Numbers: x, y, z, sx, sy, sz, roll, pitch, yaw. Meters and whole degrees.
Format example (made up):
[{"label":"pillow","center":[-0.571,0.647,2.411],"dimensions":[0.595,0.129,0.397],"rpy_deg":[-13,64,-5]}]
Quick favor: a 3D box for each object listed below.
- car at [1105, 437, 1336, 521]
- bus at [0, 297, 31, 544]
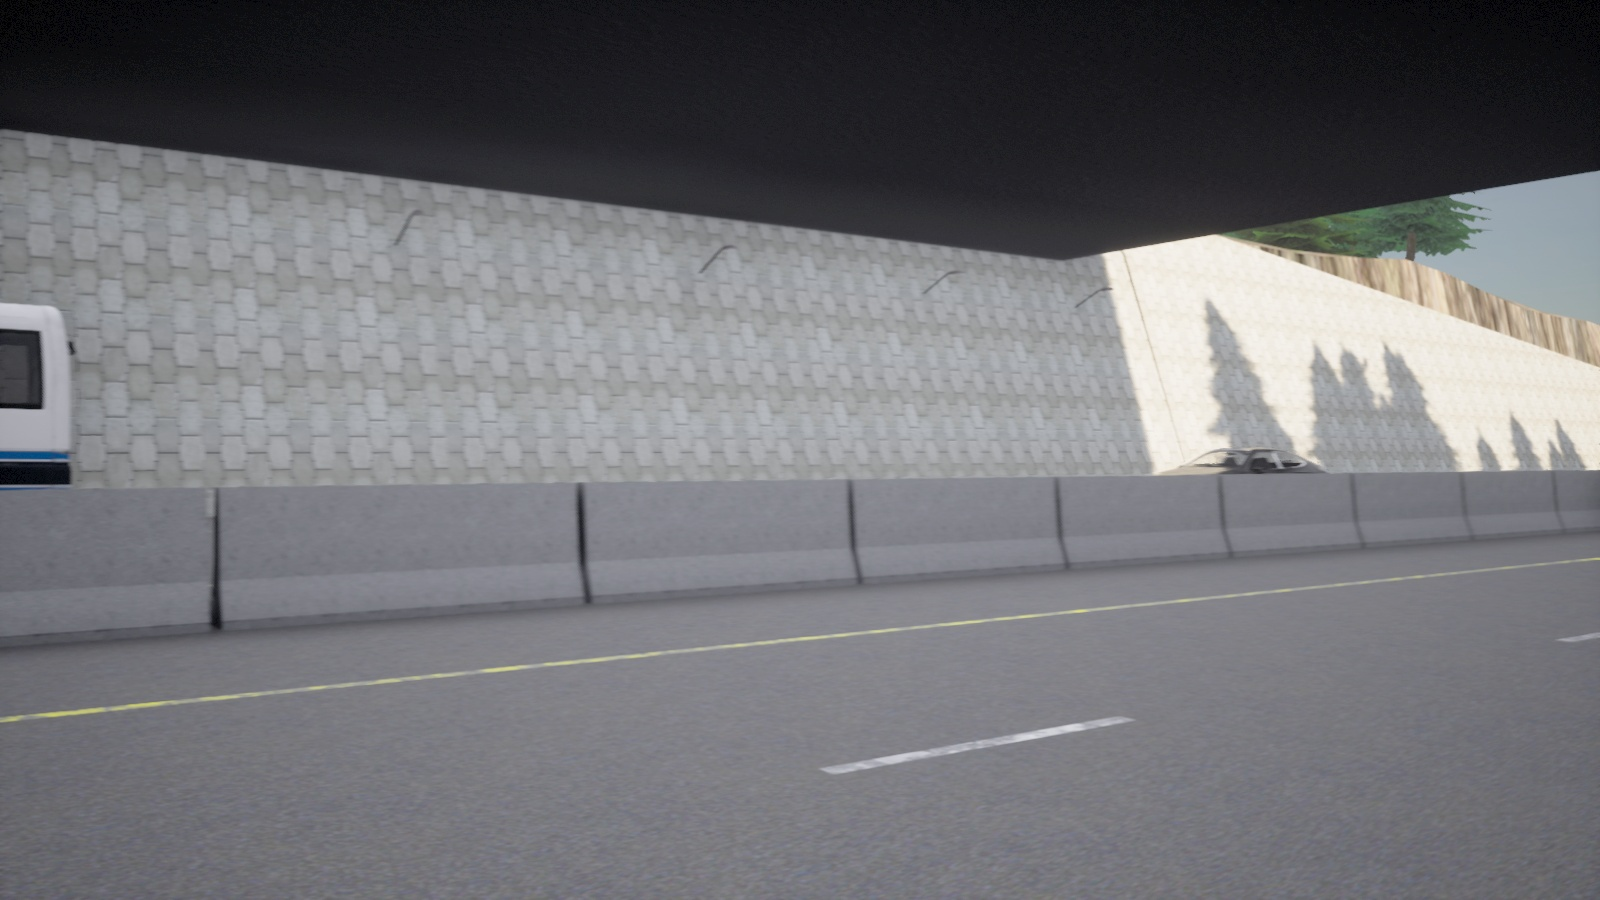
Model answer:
[{"label":"car","center":[9.109,0.572,27.066],"dimensions":[5.027,1.651,2.152],"rpy_deg":[0,0,-35]},{"label":"bus","center":[-18.716,-0.542,20.488],"dimensions":[10.273,4.253,3.944],"rpy_deg":[1,-1,-35]}]
